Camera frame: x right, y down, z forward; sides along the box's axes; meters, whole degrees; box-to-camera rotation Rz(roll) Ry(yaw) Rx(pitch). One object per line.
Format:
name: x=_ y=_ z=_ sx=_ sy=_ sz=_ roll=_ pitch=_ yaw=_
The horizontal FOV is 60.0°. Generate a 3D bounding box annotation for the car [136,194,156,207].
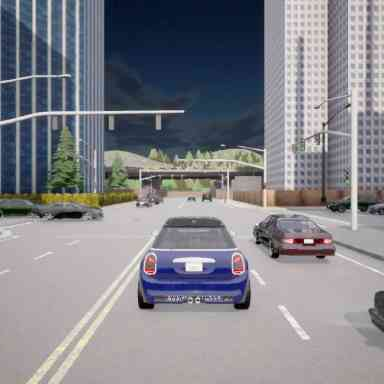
car: x=-7.137 y=1.491 z=49.786 sx=2.128 sy=1.511 sz=4.902 roll=0 pitch=0 yaw=0

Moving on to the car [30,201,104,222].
car: x=-9.307 y=1.493 z=25.634 sx=4.902 sy=1.511 sz=2.128 roll=0 pitch=0 yaw=-1

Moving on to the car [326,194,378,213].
car: x=17.813 y=1.221 z=36.631 sx=5.566 sy=2.045 sz=2.150 roll=0 pitch=0 yaw=0

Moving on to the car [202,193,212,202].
car: x=3.435 y=1.202 z=77.740 sx=2.150 sy=2.045 sz=5.566 roll=0 pitch=0 yaw=0

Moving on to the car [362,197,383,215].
car: x=19.992 y=1.526 z=33.099 sx=4.674 sy=1.442 sz=1.812 roll=0 pitch=0 yaw=0

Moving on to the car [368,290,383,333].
car: x=3.599 y=1.547 z=2.580 sx=2.033 sy=1.411 sz=5.357 roll=0 pitch=0 yaw=0

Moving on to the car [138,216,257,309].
car: x=0.053 y=1.352 z=8.018 sx=2.097 sy=1.767 sz=4.553 roll=0 pitch=0 yaw=0

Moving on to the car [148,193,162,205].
car: x=-7.122 y=1.221 z=59.653 sx=2.150 sy=2.045 sz=5.566 roll=0 pitch=0 yaw=0

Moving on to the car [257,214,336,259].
car: x=3.599 y=1.547 z=12.648 sx=2.033 sy=1.411 sz=5.357 roll=0 pitch=0 yaw=1

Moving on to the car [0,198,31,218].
car: x=-14.795 y=1.352 z=29.057 sx=4.553 sy=1.767 sz=2.097 roll=0 pitch=0 yaw=-1

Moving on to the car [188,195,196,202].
car: x=-0.065 y=1.501 z=77.708 sx=1.812 sy=1.442 sz=4.674 roll=0 pitch=0 yaw=0
